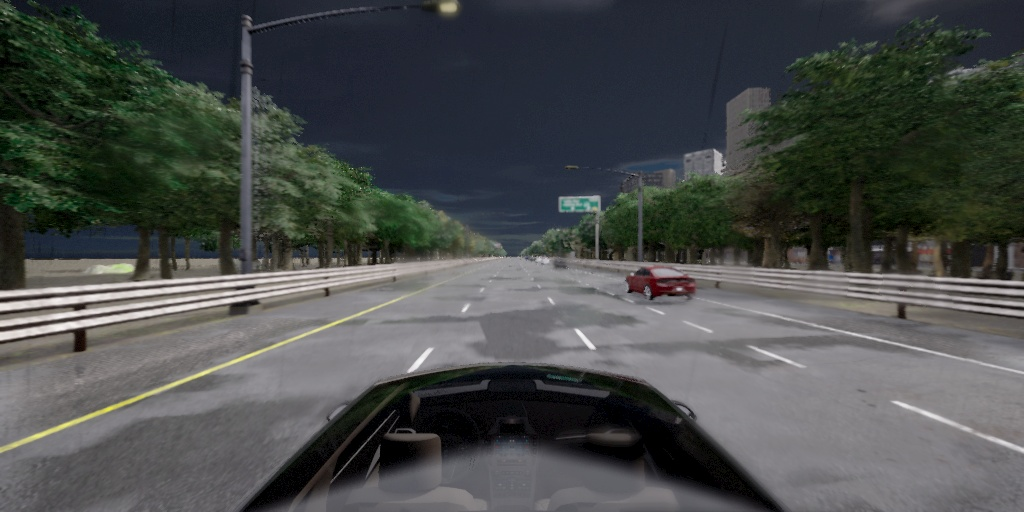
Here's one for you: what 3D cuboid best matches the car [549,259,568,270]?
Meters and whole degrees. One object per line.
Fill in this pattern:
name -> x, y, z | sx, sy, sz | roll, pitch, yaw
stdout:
car -> 7.125, 1.243, 53.416 | 1.837, 1.490, 4.892 | 0, 0, 0

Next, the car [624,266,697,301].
car -> 7.009, 1.235, 17.481 | 1.882, 1.535, 5.008 | 0, 0, 0
